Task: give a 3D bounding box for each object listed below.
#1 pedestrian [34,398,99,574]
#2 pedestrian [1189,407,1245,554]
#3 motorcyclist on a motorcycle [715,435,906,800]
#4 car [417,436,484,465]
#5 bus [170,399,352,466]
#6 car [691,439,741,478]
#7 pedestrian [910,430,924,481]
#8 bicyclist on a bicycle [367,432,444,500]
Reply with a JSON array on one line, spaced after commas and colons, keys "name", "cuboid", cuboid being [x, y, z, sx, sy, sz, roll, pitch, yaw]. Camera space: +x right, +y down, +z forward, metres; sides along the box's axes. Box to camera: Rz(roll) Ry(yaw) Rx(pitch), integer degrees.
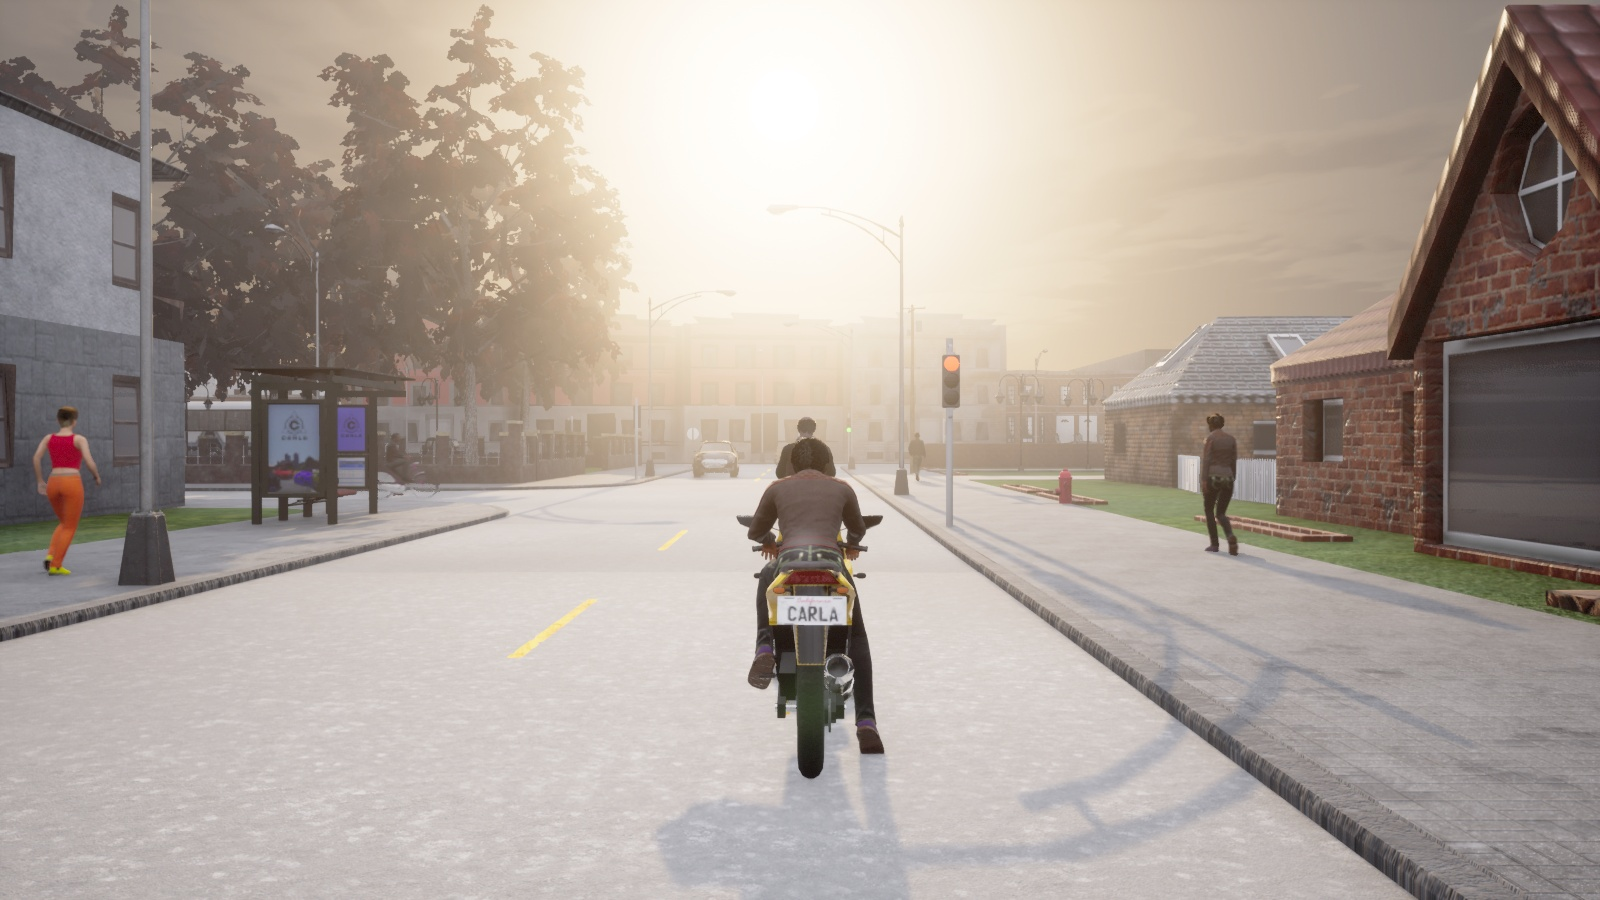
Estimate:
[{"name": "pedestrian", "cuboid": [-7.836, 0.374, 13.432, 0.345, 1.836, 0.594, 0, 0, 0]}, {"name": "pedestrian", "cuboid": [5.228, 0.371, 15.781, 0.328, 1.805, 0.869, 0, 0, -6]}, {"name": "motorcyclist on a motorcycle", "cuboid": [0.049, 0.693, 6.256, 0.797, 1.523, 2.044, 0, 0, 0]}, {"name": "car", "cuboid": [-22.915, 0.058, 82.453, 3.866, 1.878, 1.905, 0, 0, 1]}, {"name": "bus", "cuboid": [-35.270, -1.124, 82.490, 10.273, 4.253, 3.944, 0, 0, 1]}, {"name": "car", "cuboid": [-3.748, 0.354, 56.532, 2.033, 1.649, 4.856, 0, 0, -1]}, {"name": "pedestrian", "cuboid": [4.273, 0.197, 45.735, 0.431, 1.840, 0.703, 0, 0, 0]}, {"name": "bicyclist on a bicycle", "cuboid": [-10.398, 0.421, 33.152, 1.843, 1.776, 0.659, 0, 0, -3]}]
